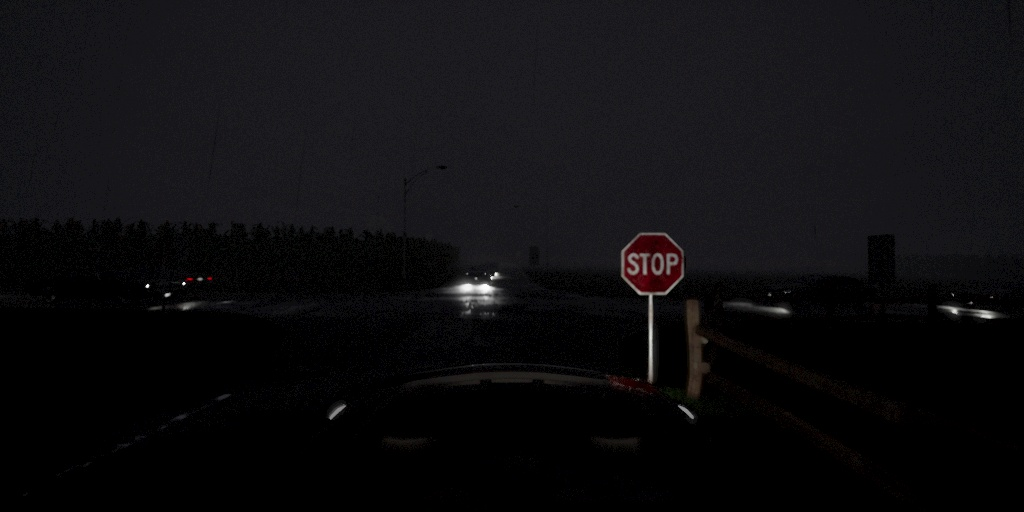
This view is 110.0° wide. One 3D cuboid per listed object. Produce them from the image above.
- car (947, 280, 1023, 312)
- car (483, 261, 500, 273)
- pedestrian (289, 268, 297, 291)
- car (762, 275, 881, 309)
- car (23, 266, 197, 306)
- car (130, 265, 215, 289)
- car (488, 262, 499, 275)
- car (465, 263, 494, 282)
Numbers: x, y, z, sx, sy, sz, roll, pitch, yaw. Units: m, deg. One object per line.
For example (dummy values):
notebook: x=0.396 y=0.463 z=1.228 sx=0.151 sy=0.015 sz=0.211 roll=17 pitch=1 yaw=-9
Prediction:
car: x=24.422 y=1.866 z=17.120 sx=5.357 sy=1.411 sz=2.033 roll=1 pitch=-1 yaw=0
car: x=-2.885 y=1.542 z=51.360 sx=2.128 sy=1.511 sz=4.902 roll=0 pitch=0 yaw=0
pedestrian: x=-12.190 y=1.277 z=19.999 sx=0.375 sy=1.300 sz=0.375 roll=0 pitch=-2 yaw=0
car: x=14.643 y=1.648 z=17.079 sx=4.892 sy=1.490 sz=1.837 roll=1 pitch=-1 yaw=0
car: x=-15.563 y=1.160 z=13.975 sx=4.718 sy=1.301 sz=1.895 roll=1 pitch=-1 yaw=1
car: x=-17.444 y=1.120 z=17.085 sx=5.357 sy=1.411 sz=2.033 roll=1 pitch=-1 yaw=-2
car: x=-2.888 y=1.537 z=41.231 sx=2.033 sy=1.411 sz=5.357 roll=0 pitch=0 yaw=0
car: x=-2.876 y=1.528 z=30.965 sx=1.895 sy=1.301 sz=4.718 roll=0 pitch=0 yaw=0
